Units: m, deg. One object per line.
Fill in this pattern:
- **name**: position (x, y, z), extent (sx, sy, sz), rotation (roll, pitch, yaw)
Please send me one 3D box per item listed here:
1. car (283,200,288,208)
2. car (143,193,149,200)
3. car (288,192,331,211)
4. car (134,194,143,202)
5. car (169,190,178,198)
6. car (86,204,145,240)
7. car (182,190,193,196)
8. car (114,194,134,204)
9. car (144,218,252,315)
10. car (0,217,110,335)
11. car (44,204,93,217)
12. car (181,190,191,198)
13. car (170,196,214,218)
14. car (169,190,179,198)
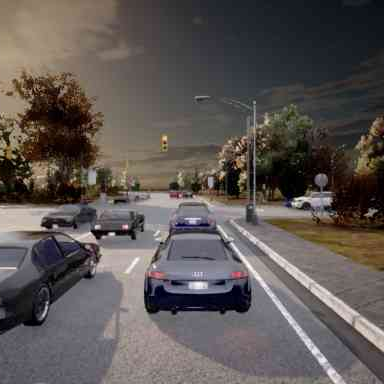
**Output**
- **car**: position (13.752, 1.230, 40.829), extent (5.008, 1.535, 1.882), rotation (0, 0, -4)
- **car**: position (-10.913, 1.104, 71.119), extent (1.895, 1.301, 4.718), rotation (0, 1, -1)
- **car**: position (14.122, 0.998, 37.347), extent (5.566, 2.045, 2.150), rotation (0, 0, -3)
- **car**: position (-10.860, 1.097, 61.162), extent (2.128, 1.511, 4.902), rotation (0, 0, 0)
- **car**: position (-5.170, 0.446, 93.598), extent (2.150, 2.045, 5.566), rotation (0, 1, -7)
- **car**: position (-3.493, 1.520, 16.578), extent (1.895, 1.301, 4.718), rotation (0, 0, -1)
- **car**: position (-0.881, 0.835, 83.770), extent (1.882, 1.535, 5.008), rotation (0, 1, -4)
- **car**: position (-10.840, 1.275, 52.060), extent (1.895, 1.301, 4.718), rotation (0, 0, 0)
- **car**: position (0.074, 1.542, 7.625), extent (1.994, 1.385, 4.181), rotation (0, 0, -1)
- **car**: position (-3.423, 1.529, 6.933), extent (2.033, 1.411, 5.357), rotation (0, 0, -1)
- **car**: position (-7.393, 1.438, 20.592), extent (2.033, 1.411, 5.357), rotation (0, 0, 0)
- **car**: position (-1.659, 0.447, 93.728), extent (2.150, 2.045, 5.566), rotation (0, 1, -7)
- **car**: position (0.028, 1.273, 16.259), extent (2.097, 1.767, 4.553), rotation (0, 0, 0)
- **car**: position (-4.329, 0.594, 82.857), extent (2.150, 2.045, 5.566), rotation (0, 1, -3)
